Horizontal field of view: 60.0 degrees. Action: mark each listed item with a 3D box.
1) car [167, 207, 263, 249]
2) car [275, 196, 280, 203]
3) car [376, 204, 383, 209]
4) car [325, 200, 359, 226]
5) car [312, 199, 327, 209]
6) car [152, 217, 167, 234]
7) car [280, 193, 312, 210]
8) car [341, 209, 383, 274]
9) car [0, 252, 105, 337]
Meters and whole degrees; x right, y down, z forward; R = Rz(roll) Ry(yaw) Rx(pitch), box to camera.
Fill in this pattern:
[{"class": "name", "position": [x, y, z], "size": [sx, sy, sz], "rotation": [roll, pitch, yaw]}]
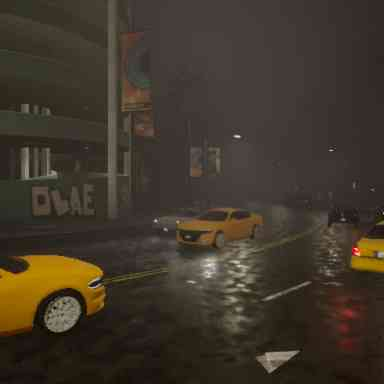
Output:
[{"class": "car", "position": [1.384, 1.466, 14.852], "size": [1.882, 1.535, 5.008], "rotation": [0, 0, 38]}, {"class": "car", "position": [18.161, 1.437, 67.071], "size": [2.231, 1.521, 4.892], "rotation": [0, 0, -4]}, {"class": "car", "position": [14.469, 1.553, 24.091], "size": [1.994, 1.385, 4.181], "rotation": [0, 0, 19]}, {"class": "car", "position": [10.228, 1.513, 22.590], "size": [1.812, 1.442, 4.674], "rotation": [0, 0, 23]}, {"class": "car", "position": [16.882, 1.578, 40.720], "size": [1.895, 1.301, 4.718], "rotation": [0, 0, 0]}, {"class": "car", "position": [-0.076, 1.586, 18.611], "size": [1.895, 1.301, 4.718], "rotation": [0, 0, 35]}, {"class": "car", "position": [13.405, 1.194, 42.037], "size": [2.150, 2.045, 5.566], "rotation": [0, 0, -2]}, {"class": "car", "position": [6.209, 1.452, 9.651], "size": [1.801, 1.575, 5.366], "rotation": [0, 0, 41]}, {"class": "car", "position": [-3.849, 1.472, 4.988], "size": [5.008, 1.535, 1.882], "rotation": [0, 0, -34]}]
